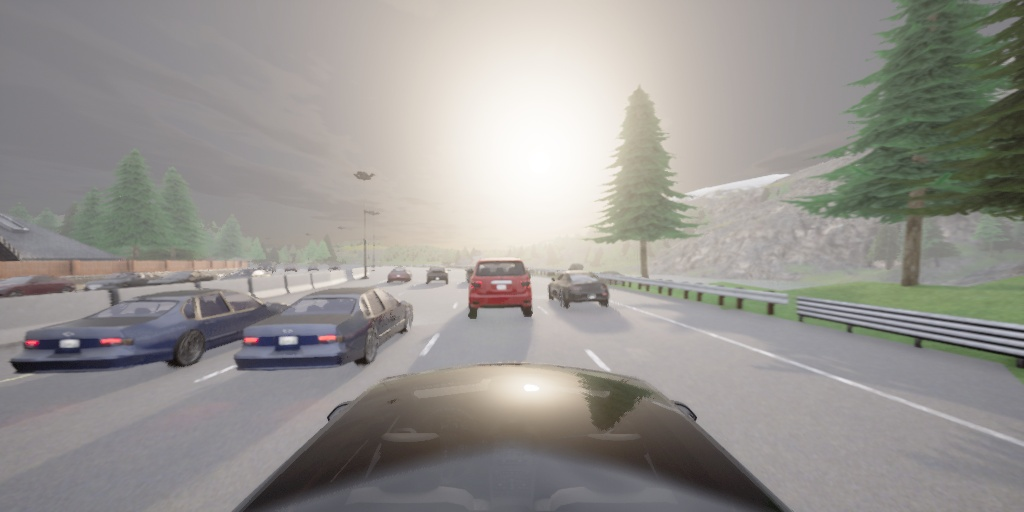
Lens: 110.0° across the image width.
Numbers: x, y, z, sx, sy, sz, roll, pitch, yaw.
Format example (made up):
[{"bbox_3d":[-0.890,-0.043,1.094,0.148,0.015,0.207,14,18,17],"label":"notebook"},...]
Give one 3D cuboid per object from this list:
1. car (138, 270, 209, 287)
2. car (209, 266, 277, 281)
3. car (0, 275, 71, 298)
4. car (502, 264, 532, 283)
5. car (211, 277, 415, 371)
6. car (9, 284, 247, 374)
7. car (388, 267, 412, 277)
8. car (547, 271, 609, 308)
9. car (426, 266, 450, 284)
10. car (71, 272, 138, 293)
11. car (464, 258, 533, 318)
[{"bbox_3d":[-23.457,1.809,25.717,1.882,1.535,5.008,-1,-1,-10],"label":"car"},{"bbox_3d":[-20.219,1.789,27.448,2.128,1.511,4.902,-1,-1,-11],"label":"car"},{"bbox_3d":[-29.943,1.923,22.175,1.812,1.442,4.674,-1,-1,-10],"label":"car"},{"bbox_3d":[0.359,1.538,32.705,1.837,1.490,4.892,-1,0,-11],"label":"car"},{"bbox_3d":[-3.672,1.414,8.199,2.033,1.411,5.357,-1,0,-3],"label":"car"},{"bbox_3d":[-7.179,1.468,8.223,2.033,1.411,5.357,-1,0,-3],"label":"car"},{"bbox_3d":[-10.677,1.780,34.305,1.994,1.385,4.181,-1,0,-12],"label":"car"},{"bbox_3d":[2.785,1.362,15.692,1.812,1.442,4.674,-1,0,-5],"label":"car"},{"bbox_3d":[-6.667,1.641,32.177,1.837,1.490,4.892,0,0,-11],"label":"car"},{"bbox_3d":[-26.904,1.870,25.103,2.128,1.511,4.902,-1,-1,-10],"label":"car"},{"bbox_3d":[-0.548,1.095,13.939,2.150,2.045,5.566,-1,0,-5],"label":"car"}]
